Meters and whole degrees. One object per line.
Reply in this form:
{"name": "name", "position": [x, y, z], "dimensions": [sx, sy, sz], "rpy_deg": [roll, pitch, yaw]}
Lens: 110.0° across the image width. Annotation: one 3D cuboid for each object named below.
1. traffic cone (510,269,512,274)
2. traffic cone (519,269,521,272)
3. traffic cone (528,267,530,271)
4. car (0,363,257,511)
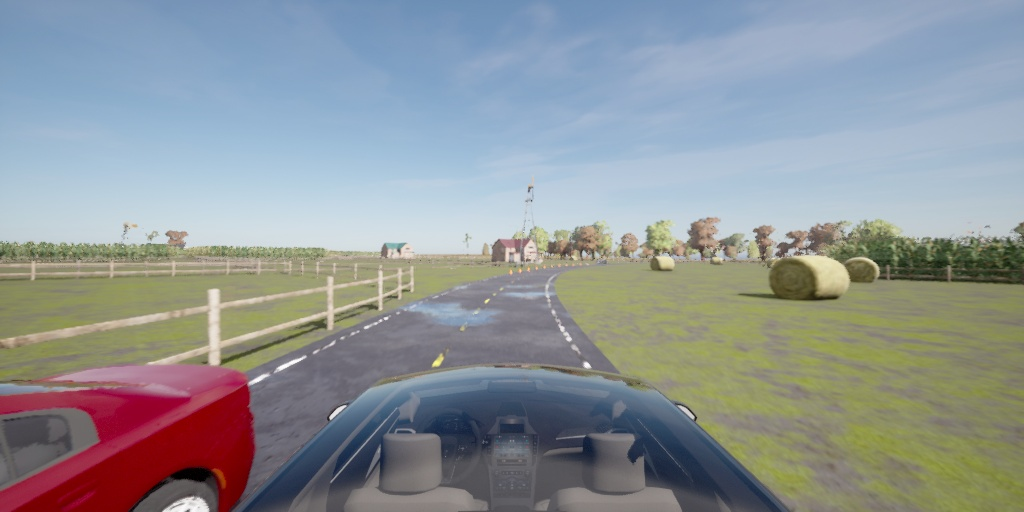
{"name": "traffic cone", "position": [-0.143, 1.764, 40.880], "dimensions": [0.340, 0.580, 0.340], "rpy_deg": [0, 0, 12]}
{"name": "traffic cone", "position": [1.029, 1.774, 45.822], "dimensions": [0.340, 0.580, 0.340], "rpy_deg": [0, 0, 14]}
{"name": "traffic cone", "position": [2.359, 1.784, 50.723], "dimensions": [0.340, 0.580, 0.340], "rpy_deg": [0, 0, 16]}
{"name": "car", "position": [-2.845, 1.236, 0.553], "dimensions": [1.882, 1.535, 5.008], "rpy_deg": [0, 0, 1]}
